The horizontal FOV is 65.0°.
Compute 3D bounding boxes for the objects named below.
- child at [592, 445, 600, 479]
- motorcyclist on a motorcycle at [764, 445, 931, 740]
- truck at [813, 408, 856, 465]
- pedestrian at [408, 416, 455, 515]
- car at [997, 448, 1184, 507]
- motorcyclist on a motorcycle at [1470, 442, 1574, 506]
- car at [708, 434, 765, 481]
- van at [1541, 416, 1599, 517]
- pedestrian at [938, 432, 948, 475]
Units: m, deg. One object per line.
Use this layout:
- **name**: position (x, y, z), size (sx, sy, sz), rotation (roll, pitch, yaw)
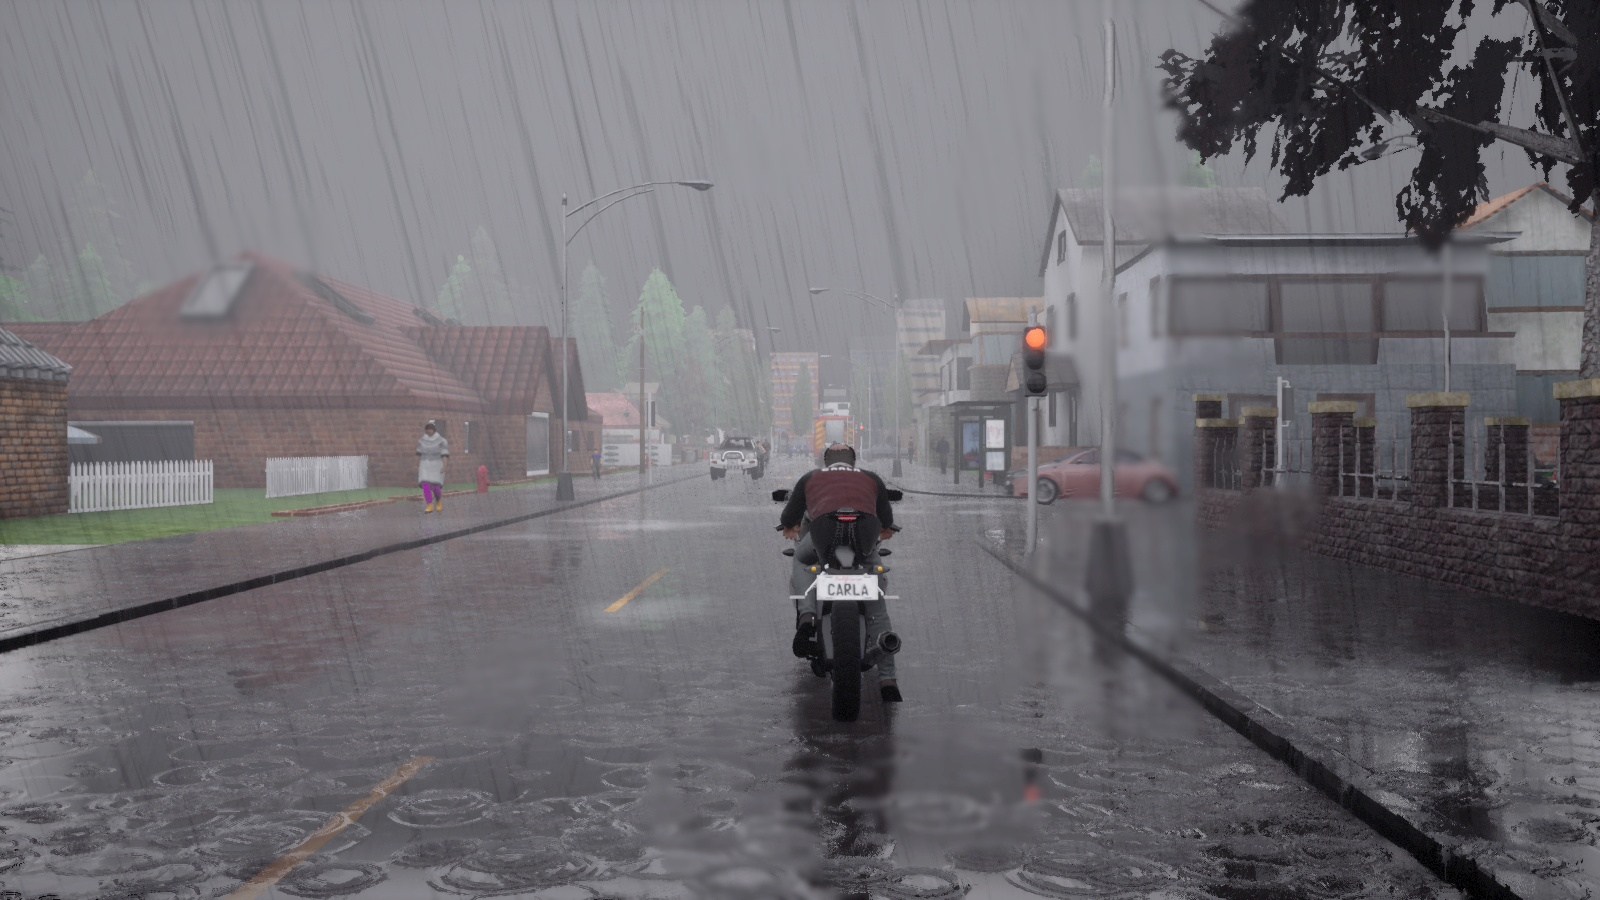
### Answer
- **child**: position (-7.816, 0.458, 48.157), size (0.270, 1.263, 0.437), rotation (0, 0, -2)
- **motorcyclist on a motorcycle**: position (0.244, 0.739, 7.623), size (0.866, 1.530, 2.191), rotation (0, 0, 0)
- **truck**: position (2.443, -0.918, 88.847), size (2.891, 3.827, 8.468), rotation (0, 0, 1)
- **pedestrian**: position (-7.389, 0.305, 25.213), size (0.659, 1.952, 0.873), rotation (0, 0, 1)
- **car**: position (7.026, 0.642, 30.753), size (4.181, 1.385, 1.994), rotation (0, 0, 3)
- **motorcyclist on a motorcycle**: position (17.461, 0.571, 30.413), size (2.044, 1.523, 0.797), rotation (0, 0, 2)
- **car**: position (-2.569, 0.268, 52.005), size (1.932, 1.855, 4.605), rotation (0, 0, 2)
- **van**: position (18.371, 0.336, 26.301), size (4.480, 2.038, 2.069), rotation (0, 0, -1)
- **pedestrian**: position (6.294, 0.149, 55.318), size (0.402, 1.842, 0.726), rotation (0, 0, 9)
